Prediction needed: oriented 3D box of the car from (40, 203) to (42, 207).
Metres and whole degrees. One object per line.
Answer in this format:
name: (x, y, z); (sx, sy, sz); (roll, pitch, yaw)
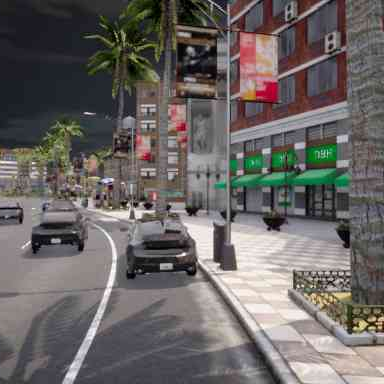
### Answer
car: (-14.125, 1.466, 33.556); (1.882, 1.535, 5.008); (0, 0, -27)

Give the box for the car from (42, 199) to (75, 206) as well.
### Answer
car: (-9.929, 1.344, 25.193); (2.097, 1.767, 4.553); (0, 0, -25)

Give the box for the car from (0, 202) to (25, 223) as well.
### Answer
car: (-13.671, 1.481, 24.927); (2.128, 1.511, 4.902); (0, 0, -26)

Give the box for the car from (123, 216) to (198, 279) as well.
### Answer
car: (-1.087, 1.504, 10.197); (1.837, 1.490, 4.892); (0, 0, -11)

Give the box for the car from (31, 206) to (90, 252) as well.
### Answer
car: (-5.407, 1.497, 13.940); (1.837, 1.490, 4.892); (0, -1, -16)
